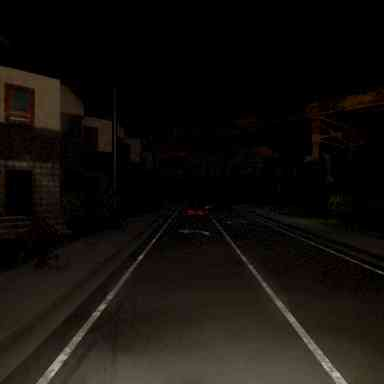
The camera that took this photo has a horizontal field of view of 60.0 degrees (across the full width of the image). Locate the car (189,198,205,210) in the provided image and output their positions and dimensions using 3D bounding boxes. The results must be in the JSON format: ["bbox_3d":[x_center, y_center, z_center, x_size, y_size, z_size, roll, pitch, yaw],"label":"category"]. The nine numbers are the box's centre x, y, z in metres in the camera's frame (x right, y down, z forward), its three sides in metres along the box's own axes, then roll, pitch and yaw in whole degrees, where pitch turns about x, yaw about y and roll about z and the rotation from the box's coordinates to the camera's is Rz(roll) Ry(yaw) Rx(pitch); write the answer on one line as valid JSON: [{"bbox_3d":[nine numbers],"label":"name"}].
[{"bbox_3d":[0.702,1.491,42.738,2.128,1.511,4.902,0,0,5],"label":"car"}]

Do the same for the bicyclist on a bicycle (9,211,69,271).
[{"bbox_3d":[-4.154,1.326,9.004,1.656,1.620,0.582,-2,0,0],"label":"bicyclist on a bicycle"}]

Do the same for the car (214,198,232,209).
[{"bbox_3d":[4.145,1.547,44.434,2.033,1.411,5.357,0,0,11],"label":"car"}]
